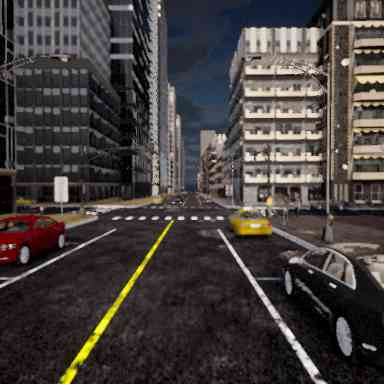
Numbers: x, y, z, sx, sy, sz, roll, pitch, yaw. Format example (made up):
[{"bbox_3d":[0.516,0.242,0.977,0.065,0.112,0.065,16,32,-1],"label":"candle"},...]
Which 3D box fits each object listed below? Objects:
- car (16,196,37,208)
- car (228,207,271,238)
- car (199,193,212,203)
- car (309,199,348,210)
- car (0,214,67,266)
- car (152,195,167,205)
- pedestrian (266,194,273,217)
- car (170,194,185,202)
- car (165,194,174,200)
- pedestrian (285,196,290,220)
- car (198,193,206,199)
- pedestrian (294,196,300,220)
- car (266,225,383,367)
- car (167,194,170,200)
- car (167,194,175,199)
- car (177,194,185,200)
[{"bbox_3d":[-21.593,1.134,40.622,4.829,1.417,1.752,0,1,1],"label":"car"},{"bbox_3d":[2.836,1.460,17.121,1.752,1.417,4.829,-1,0,0],"label":"car"},{"bbox_3d":[2.779,1.326,60.561,2.008,1.369,4.403,-1,0,0],"label":"car"},{"bbox_3d":[16.381,1.481,40.062,4.403,1.369,2.008,0,1,1],"label":"car"},{"bbox_3d":[-5.812,1.502,11.379,1.887,1.381,4.507,-1,0,0],"label":"car"},{"bbox_3d":[-5.611,1.323,54.750,1.752,1.417,4.829,-1,0,0],"label":"car"},{"bbox_3d":[6.180,1.052,26.466,0.375,1.860,0.375,-1,1,0],"label":"pedestrian"},{"bbox_3d":[-2.886,1.248,68.122,1.837,1.490,4.892,0,1,0],"label":"car"},{"bbox_3d":[-5.562,1.277,83.193,1.802,1.307,4.206,-1,0,0],"label":"car"},{"bbox_3d":[7.178,1.213,25.267,0.375,1.860,0.375,-1,1,0],"label":"pedestrian"},{"bbox_3d":[2.834,1.094,94.488,1.967,1.590,4.097,-1,0,0],"label":"car"},{"bbox_3d":[8.179,1.240,25.866,0.375,1.860,0.375,-1,1,0],"label":"pedestrian"},{"bbox_3d":[2.817,1.529,5.663,2.008,1.369,4.403,-1,0,0],"label":"car"},{"bbox_3d":[-5.601,1.342,60.575,1.947,1.339,4.313,-1,0,0],"label":"car"},{"bbox_3d":[-5.553,1.219,88.847,1.887,1.381,4.507,-1,0,0],"label":"car"},{"bbox_3d":[-2.858,1.179,84.472,1.812,1.442,4.674,0,0,0],"label":"car"}]
